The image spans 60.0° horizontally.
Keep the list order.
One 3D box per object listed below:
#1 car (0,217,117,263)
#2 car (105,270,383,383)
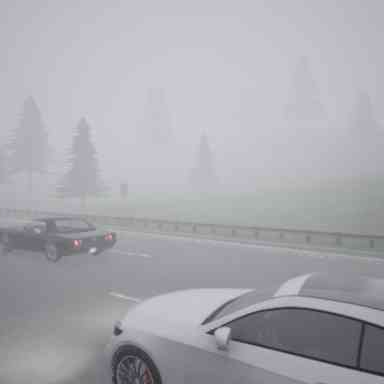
[{"bbox_3d":[-4.946,1.543,11.823,4.718,1.301,1.895,0,0,36],"label":"car"},{"bbox_3d":[1.216,1.522,3.126,4.674,1.442,1.812,0,0,36],"label":"car"}]
